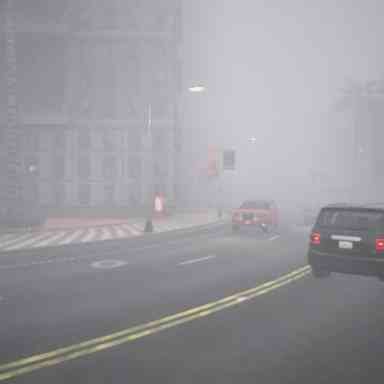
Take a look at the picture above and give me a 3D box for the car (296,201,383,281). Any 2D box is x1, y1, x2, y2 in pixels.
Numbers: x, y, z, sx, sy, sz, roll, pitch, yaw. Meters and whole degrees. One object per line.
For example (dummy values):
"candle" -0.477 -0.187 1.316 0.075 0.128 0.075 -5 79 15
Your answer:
"car" 5.268 1.333 9.803 2.150 2.045 5.566 0 0 39

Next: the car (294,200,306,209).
"car" 18.625 2.137 55.941 1.812 1.442 4.674 0 -1 -1

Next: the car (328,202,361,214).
"car" 19.793 2.042 43.376 1.994 1.385 4.181 0 -1 -9

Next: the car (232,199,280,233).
"car" 4.328 1.459 21.827 2.150 2.045 5.566 0 -1 24

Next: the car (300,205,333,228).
"car" 9.619 1.834 26.022 2.033 1.411 5.357 0 -1 16

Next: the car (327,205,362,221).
"car" 14.683 1.957 32.293 1.895 1.301 4.718 0 -1 8
